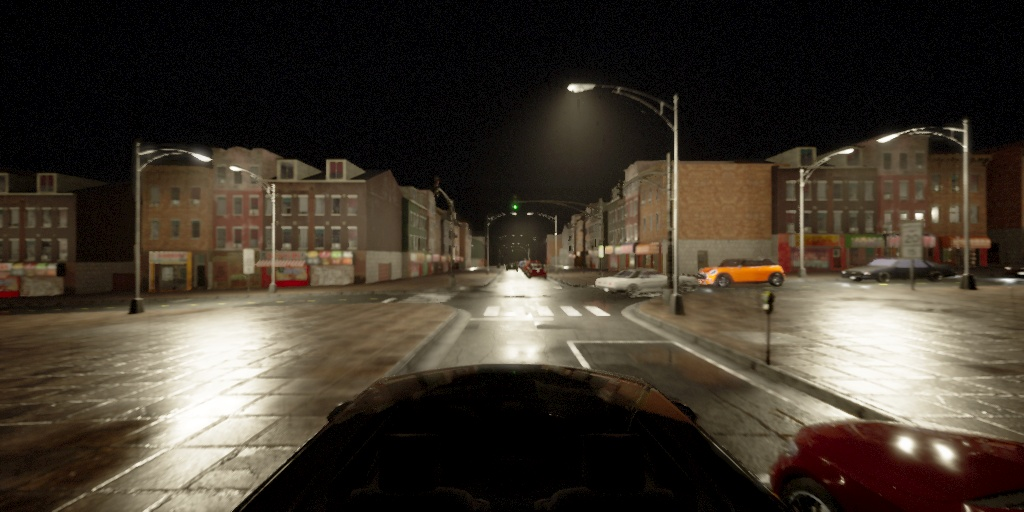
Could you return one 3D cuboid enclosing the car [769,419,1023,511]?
[{"bbox_3d":[2.637,1.323,0.751,1.802,1.307,4.207,0,0,0],"label":"car"}]

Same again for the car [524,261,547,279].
[{"bbox_3d":[2.640,1.601,38.089,1.967,1.591,4.097,0,0,0],"label":"car"}]

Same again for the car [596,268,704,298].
[{"bbox_3d":[6.781,1.298,18.010,4.718,1.301,1.895,-2,0,-13],"label":"car"}]

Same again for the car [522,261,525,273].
[{"bbox_3d":[2.640,1.545,43.490,2.192,1.841,5.009,0,0,0],"label":"car"}]

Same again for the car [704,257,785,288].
[{"bbox_3d":[13.357,0.888,21.269,4.553,1.767,2.097,-1,0,0],"label":"car"}]

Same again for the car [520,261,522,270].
[{"bbox_3d":[2.641,1.615,48.893,2.192,1.841,5.009,0,0,0],"label":"car"}]

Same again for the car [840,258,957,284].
[{"bbox_3d":[22.845,0.837,21.289,5.357,1.411,2.033,-1,0,0],"label":"car"}]

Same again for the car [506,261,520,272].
[{"bbox_3d":[0.005,1.845,63.126,2.097,1.767,4.553,0,-1,0],"label":"car"}]

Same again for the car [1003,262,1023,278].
[{"bbox_3d":[32.925,0.585,21.308,5.357,1.411,2.033,-1,0,0],"label":"car"}]
